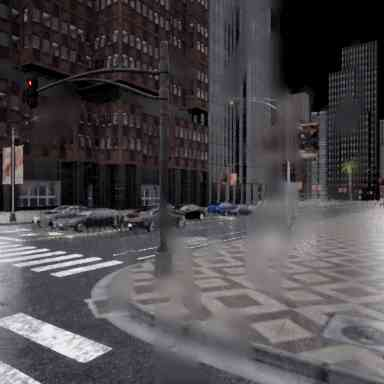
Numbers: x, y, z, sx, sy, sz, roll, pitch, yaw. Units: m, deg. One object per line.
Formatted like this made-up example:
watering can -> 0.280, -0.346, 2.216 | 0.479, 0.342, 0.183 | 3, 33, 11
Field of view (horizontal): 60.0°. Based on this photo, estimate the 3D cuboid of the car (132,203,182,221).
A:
car -> -3.268, 1.869, 32.257 | 2.128, 1.511, 4.902 | 0, -1, 35

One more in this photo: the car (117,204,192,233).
car -> -2.320, 1.776, 21.932 | 1.837, 1.490, 4.892 | 0, -1, 35

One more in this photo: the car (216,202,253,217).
car -> 5.289, 2.078, 38.800 | 2.033, 1.411, 5.357 | 0, -1, 35

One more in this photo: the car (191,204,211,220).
car -> -0.653, 1.858, 30.324 | 1.882, 1.535, 5.008 | 0, -1, 35

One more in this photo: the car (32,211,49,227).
car -> -8.990, 1.724, 24.085 | 2.128, 1.511, 4.902 | 0, -1, 35

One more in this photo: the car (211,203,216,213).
car -> 3.682, 2.031, 42.160 | 1.882, 1.535, 5.008 | 0, 0, 35

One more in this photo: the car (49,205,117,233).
car -> -6.550, 1.757, 21.905 | 1.812, 1.442, 4.674 | 0, -1, 35
